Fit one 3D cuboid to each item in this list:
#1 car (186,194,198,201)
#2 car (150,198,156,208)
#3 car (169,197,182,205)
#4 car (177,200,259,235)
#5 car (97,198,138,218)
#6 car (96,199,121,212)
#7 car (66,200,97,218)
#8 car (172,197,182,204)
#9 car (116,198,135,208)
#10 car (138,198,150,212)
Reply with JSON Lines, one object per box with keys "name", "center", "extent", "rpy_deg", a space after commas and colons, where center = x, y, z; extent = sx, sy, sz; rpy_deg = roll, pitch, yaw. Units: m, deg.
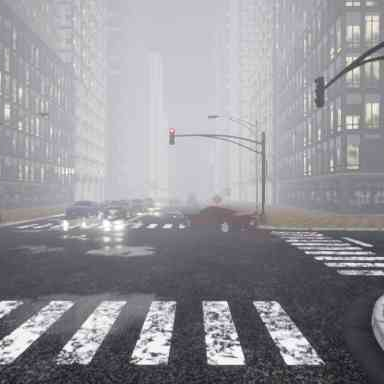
{"name": "car", "center": [-0.017, 1.606, 60.181], "extent": [1.837, 1.490, 4.892], "rpy_deg": [0, 0, 0]}
{"name": "car", "center": [-6.609, 1.594, 49.721], "extent": [1.812, 1.442, 4.674], "rpy_deg": [0, 0, 0]}
{"name": "car", "center": [-3.169, 1.592, 60.025], "extent": [2.128, 1.511, 4.902], "rpy_deg": [0, 0, 0]}
{"name": "car", "center": [1.523, 1.486, 19.143], "extent": [1.882, 1.535, 5.008], "rpy_deg": [-2, 1, -40]}
{"name": "car", "center": [-6.609, 1.517, 30.147], "extent": [2.128, 1.511, 4.902], "rpy_deg": [0, 0, 0]}
{"name": "car", "center": [-9.861, 1.607, 39.528], "extent": [1.994, 1.385, 4.181], "rpy_deg": [0, 0, 0]}
{"name": "car", "center": [-9.863, 1.503, 30.395], "extent": [1.882, 1.535, 5.008], "rpy_deg": [0, 0, 0]}
{"name": "car", "center": [-3.202, 1.703, 70.353], "extent": [1.994, 1.385, 4.181], "rpy_deg": [0, 0, 0]}
{"name": "car", "center": [-9.854, 1.631, 49.452], "extent": [1.994, 1.385, 4.181], "rpy_deg": [0, 0, 0]}
{"name": "car", "center": [-6.611, 1.521, 39.674], "extent": [1.882, 1.535, 5.008], "rpy_deg": [0, 0, 0]}
